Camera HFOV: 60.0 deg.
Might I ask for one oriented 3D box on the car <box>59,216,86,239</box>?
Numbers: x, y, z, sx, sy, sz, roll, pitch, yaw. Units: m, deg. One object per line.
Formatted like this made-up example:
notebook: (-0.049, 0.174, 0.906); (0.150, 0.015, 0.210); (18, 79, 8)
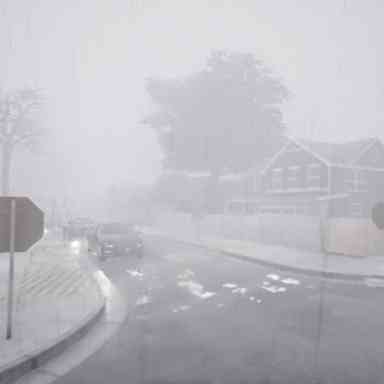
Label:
car: (-8.143, 2.606, 24.241); (1.994, 1.385, 4.181); (2, -3, -29)

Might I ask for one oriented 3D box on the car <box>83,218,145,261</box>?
car: (-3.597, 2.150, 15.316); (1.837, 1.490, 4.892); (2, -3, -26)

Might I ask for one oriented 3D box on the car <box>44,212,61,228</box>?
car: (-15.776, 3.004, 36.990); (2.097, 1.767, 4.553); (2, -4, -33)
